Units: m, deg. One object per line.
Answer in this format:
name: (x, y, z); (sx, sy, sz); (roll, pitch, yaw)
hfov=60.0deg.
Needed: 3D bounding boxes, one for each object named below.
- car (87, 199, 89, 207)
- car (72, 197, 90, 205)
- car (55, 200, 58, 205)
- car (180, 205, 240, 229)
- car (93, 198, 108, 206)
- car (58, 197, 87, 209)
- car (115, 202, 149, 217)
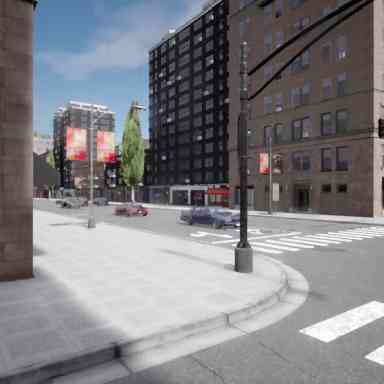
car: (-18.945, 1.743, 56.290); (1.812, 1.442, 4.674); (0, 0, -36)
car: (-22.135, 1.749, 66.259); (2.128, 1.511, 4.902); (0, 0, -36)
car: (-25.310, 1.857, 65.105); (1.895, 1.301, 4.718); (0, 0, -36)
car: (1.255, 1.609, 22.400); (2.033, 1.411, 5.357); (0, 0, -36)
car: (-16.229, 1.714, 58.073); (2.128, 1.511, 4.902); (0, 0, -36)
car: (-17.348, 1.534, 48.310); (2.097, 1.767, 4.553); (0, 0, -35)
car: (-5.913, 1.674, 32.333); (1.994, 1.385, 4.181); (0, 0, -36)
